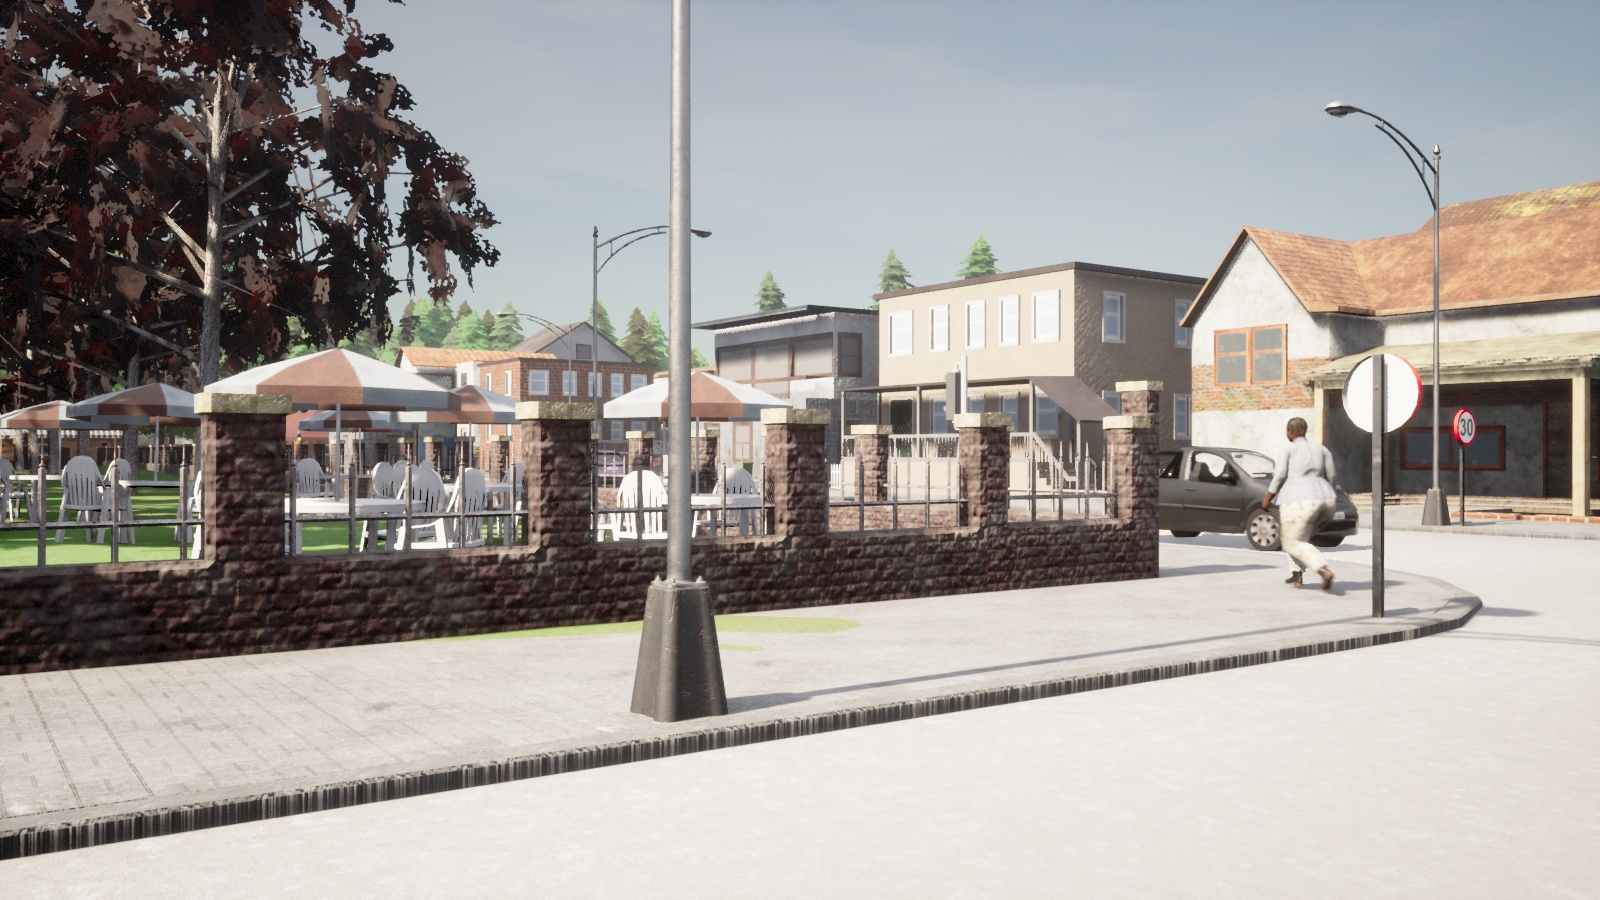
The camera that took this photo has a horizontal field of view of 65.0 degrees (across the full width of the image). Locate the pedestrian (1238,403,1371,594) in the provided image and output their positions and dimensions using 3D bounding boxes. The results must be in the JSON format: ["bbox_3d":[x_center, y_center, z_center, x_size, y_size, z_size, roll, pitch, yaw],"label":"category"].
[{"bbox_3d":[5.117,0.475,12.776,0.874,1.855,0.900,0,0,-17],"label":"pedestrian"}]

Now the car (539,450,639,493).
[{"bbox_3d":[-8.432,0.814,49.772,2.033,1.649,4.856,0,0,-35],"label":"car"}]

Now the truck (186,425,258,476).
[{"bbox_3d":[-41.321,0.070,89.628,2.891,3.462,7.936,0,0,-38],"label":"truck"}]

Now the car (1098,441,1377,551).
[{"bbox_3d":[7.069,0.679,20.643,1.851,1.617,3.988,0,0,-35],"label":"car"}]
